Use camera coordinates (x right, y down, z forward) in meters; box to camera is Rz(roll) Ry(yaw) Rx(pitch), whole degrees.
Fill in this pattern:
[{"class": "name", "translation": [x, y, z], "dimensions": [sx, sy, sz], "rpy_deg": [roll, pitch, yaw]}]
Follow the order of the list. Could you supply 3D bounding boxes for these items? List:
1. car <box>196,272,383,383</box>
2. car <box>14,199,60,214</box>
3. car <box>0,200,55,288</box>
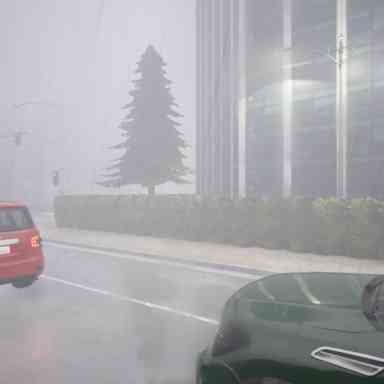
[{"class": "car", "translation": [2.688, 1.221, 2.073], "dimensions": [5.566, 2.045, 2.150], "rpy_deg": [0, 0, 36]}, {"class": "car", "translation": [-17.192, 1.564, 37.063], "dimensions": [1.994, 1.385, 4.181], "rpy_deg": [0, 0, 36]}, {"class": "car", "translation": [-5.778, 1.221, 8.059], "dimensions": [5.566, 2.045, 2.150], "rpy_deg": [0, 0, 38]}]
